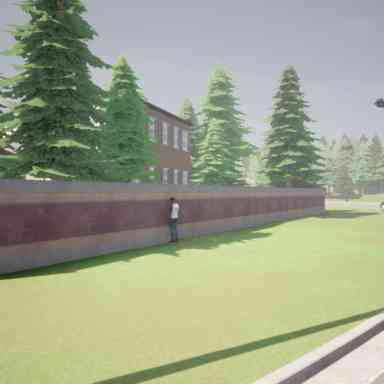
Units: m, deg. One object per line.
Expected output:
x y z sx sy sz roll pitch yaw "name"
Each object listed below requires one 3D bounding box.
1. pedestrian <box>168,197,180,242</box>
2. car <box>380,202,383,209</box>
-0.718 1.090 13.433 0.375 1.860 0.375 0 0 -42 "pedestrian"
25.211 1.505 40.670 1.837 1.490 4.892 0 0 -6 "car"
